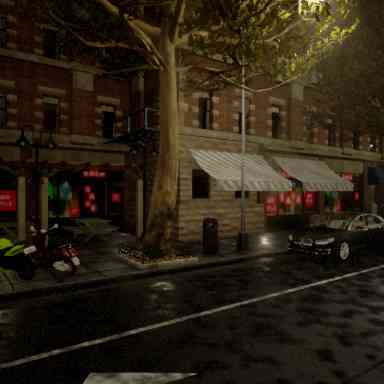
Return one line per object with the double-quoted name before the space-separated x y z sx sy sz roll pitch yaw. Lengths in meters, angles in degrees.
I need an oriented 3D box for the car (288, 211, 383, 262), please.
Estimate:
"car" 5.563 1.481 12.214 4.892 1.521 2.231 0 0 -35
